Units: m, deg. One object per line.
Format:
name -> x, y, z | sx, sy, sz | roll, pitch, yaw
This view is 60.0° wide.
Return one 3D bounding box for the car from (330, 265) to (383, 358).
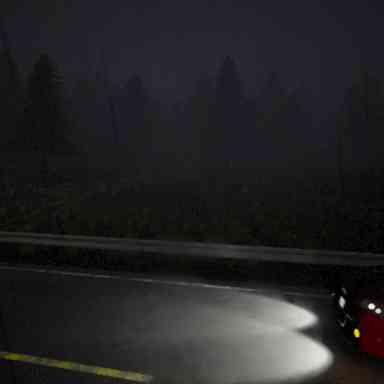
car -> 4.151, 1.475, 4.448 | 4.181, 1.385, 1.994 | 1, 2, 12
